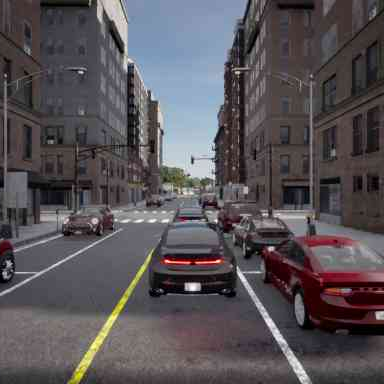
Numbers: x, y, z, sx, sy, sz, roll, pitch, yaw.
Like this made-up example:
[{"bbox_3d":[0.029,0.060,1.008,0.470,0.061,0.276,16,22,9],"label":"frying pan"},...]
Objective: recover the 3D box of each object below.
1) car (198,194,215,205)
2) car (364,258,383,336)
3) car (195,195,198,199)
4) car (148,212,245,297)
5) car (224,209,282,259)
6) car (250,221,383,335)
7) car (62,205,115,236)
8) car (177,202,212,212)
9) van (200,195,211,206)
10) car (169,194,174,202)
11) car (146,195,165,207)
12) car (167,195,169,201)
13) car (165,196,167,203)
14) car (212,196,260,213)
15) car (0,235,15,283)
[{"bbox_3d":[2.392,1.314,45.173,2.192,1.841,5.009,0,0,0],"label":"car"},{"bbox_3d":[2.634,1.440,1.071,1.967,1.590,4.097,0,0,0],"label":"car"},{"bbox_3d":[2.264,1.313,61.684,2.192,1.841,5.009,0,0,0],"label":"car"},{"bbox_3d":[0.013,1.505,8.574,1.837,1.490,4.892,0,0,0],"label":"car"},{"bbox_3d":[2.555,1.551,12.435,2.008,1.369,4.403,0,0,0],"label":"car"},{"bbox_3d":[2.594,1.545,6.753,1.887,1.381,4.507,0,0,0],"label":"car"},{"bbox_3d":[-5.509,1.440,18.061,1.967,1.590,4.097,0,0,0],"label":"car"},{"bbox_3d":[-0.060,1.505,17.990,1.837,1.490,4.892,0,0,0],"label":"car"},{"bbox_3d":[2.307,1.339,56.180,1.690,1.788,3.998,0,0,0],"label":"van"},{"bbox_3d":[-5.944,1.541,78.138,1.887,1.381,4.507,0,0,0],"label":"car"},{"bbox_3d":[-5.765,1.314,50.620,2.192,1.841,5.009,0,0,0],"label":"car"},{"bbox_3d":[-5.837,1.548,61.627,2.008,1.369,4.403,0,0,0],"label":"car"},{"bbox_3d":[-5.801,1.564,56.123,1.947,1.339,4.313,0,0,0],"label":"car"},{"bbox_3d":[2.516,1.315,18.117,2.192,1.841,5.009,0,0,0],"label":"car"},{"bbox_3d":[-5.431,1.440,6.697,1.967,1.590,4.097,0,0,0],"label":"car"}]
